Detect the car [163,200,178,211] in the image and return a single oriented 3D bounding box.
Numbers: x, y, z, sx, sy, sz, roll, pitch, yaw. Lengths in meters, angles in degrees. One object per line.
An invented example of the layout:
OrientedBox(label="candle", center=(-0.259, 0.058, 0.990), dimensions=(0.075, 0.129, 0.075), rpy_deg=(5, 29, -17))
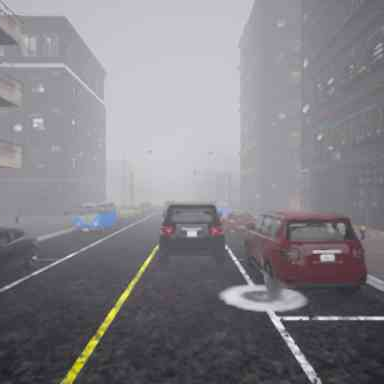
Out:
OrientedBox(label="car", center=(-3.015, 1.942, 47.560), dimensions=(1.837, 1.490, 4.892), rpy_deg=(0, -1, 0))

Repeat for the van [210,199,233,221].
OrientedBox(label="van", center=(2.675, 1.627, 31.033), dimensions=(1.690, 1.788, 3.998), rpy_deg=(-1, -1, 0))

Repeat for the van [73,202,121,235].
OrientedBox(label="van", center=(-5.705, 1.527, 19.937), dimensions=(1.690, 1.788, 3.998), rpy_deg=(-1, -1, 0))

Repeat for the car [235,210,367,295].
OrientedBox(label="car", center=(2.673, 1.399, 8.937), dimensions=(2.192, 1.841, 5.009), rpy_deg=(-1, -1, 0))

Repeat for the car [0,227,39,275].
OrientedBox(label="car", center=(-5.702, 1.650, 8.886), dimensions=(1.947, 1.339, 4.313), rpy_deg=(-1, -1, 0))

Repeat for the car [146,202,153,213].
OrientedBox(label="car", center=(-5.797, 1.967, 42.024), dimensions=(1.802, 1.307, 4.206), rpy_deg=(-1, -1, 0))

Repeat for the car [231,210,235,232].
OrientedBox(label="car", center=(2.678, 1.731, 19.983), dimensions=(1.887, 1.381, 4.507), rpy_deg=(-1, -1, 0))

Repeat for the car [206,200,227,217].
OrientedBox(label="car", center=(2.677, 1.776, 36.556), dimensions=(1.967, 1.590, 4.097), rpy_deg=(-1, -1, 0))

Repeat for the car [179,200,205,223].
OrientedBox(label="car", center=(0.021, 1.613, 28.405), dimensions=(2.097, 1.767, 4.553), rpy_deg=(0, -1, 0))

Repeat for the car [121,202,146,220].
OrientedBox(label="car", center=(-5.701, 1.810, 30.813), dimensions=(1.752, 1.417, 4.829), rpy_deg=(-1, -1, 0))

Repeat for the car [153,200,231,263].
OrientedBox(label="car", center=(0.009, 1.342, 12.551), dimensions=(2.150, 2.045, 5.566), rpy_deg=(0, 0, 0))
